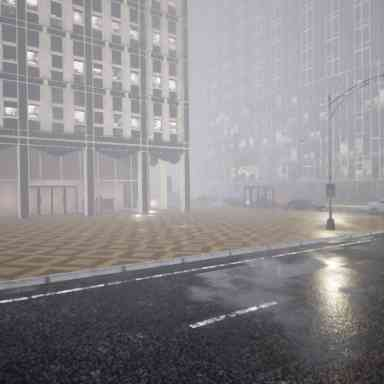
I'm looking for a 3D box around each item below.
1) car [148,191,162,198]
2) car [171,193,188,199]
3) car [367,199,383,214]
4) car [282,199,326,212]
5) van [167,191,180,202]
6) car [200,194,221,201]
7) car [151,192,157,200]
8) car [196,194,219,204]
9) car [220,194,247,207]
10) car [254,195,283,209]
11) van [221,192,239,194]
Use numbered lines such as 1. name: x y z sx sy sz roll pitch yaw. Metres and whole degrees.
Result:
1. car: -9.284 0.684 83.407 1.967 1.590 4.097 0 1 -34
2. car: -2.882 0.934 74.016 1.802 1.307 4.206 0 1 -34
3. car: 19.167 1.406 31.608 1.812 1.442 4.674 -1 1 -36
4. car: 12.489 1.422 36.348 1.947 1.339 4.313 -1 1 -34
5. van: -3.406 0.935 59.902 1.690 1.788 3.998 0 1 -34
6. car: 3.519 1.041 64.622 1.802 1.307 4.206 -1 1 -34
7. car: -9.808 1.038 69.298 2.008 1.369 4.403 0 1 -34
8. car: 2.419 1.175 55.985 1.994 1.385 4.181 -1 1 -34
9. car: 6.150 1.318 45.786 1.947 1.339 4.313 -1 1 -34
10. car: 9.302 1.386 41.057 1.802 1.307 4.206 -1 1 -34
11. van: 6.719 0.853 59.922 1.690 1.788 3.998 -1 1 -34
